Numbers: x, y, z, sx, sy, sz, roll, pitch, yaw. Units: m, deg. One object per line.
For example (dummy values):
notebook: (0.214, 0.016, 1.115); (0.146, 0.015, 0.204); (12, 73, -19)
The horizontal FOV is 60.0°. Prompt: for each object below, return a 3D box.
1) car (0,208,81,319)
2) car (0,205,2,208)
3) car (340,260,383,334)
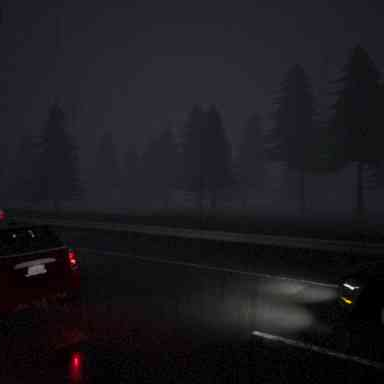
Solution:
car: (-4.422, 1.347, 6.827); (4.553, 1.767, 2.097); (0, 0, 33)
car: (-10.627, 1.212, 14.843); (5.566, 2.045, 2.150); (0, 0, 31)
car: (4.797, 1.495, 4.779); (4.892, 1.490, 1.837); (0, 0, 36)
